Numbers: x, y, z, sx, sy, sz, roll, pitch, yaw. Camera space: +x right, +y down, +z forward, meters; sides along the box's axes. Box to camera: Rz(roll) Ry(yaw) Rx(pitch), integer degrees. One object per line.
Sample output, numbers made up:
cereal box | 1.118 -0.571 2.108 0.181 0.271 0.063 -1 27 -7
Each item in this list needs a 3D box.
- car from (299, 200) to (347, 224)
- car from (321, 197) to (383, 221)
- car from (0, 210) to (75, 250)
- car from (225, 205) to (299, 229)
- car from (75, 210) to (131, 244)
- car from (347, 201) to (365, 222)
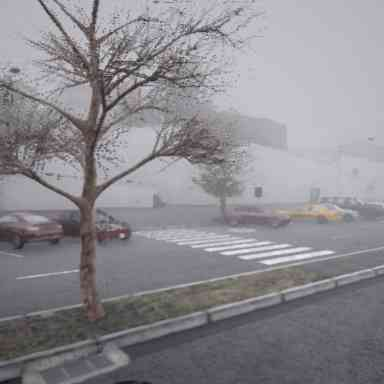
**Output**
car | 9.348 1.709 27.103 5.366 1.575 1.946 -1 -1 35
car | 14.427 1.484 30.475 5.566 2.045 2.435 -1 -1 35
car | -7.624 1.620 14.823 4.674 1.452 2.002 -1 -1 35
car | 4.634 1.704 23.510 4.792 1.488 2.163 -1 -2 35
car | -5.152 1.628 16.555 4.792 1.488 2.163 -1 -2 35
car | 11.950 1.763 28.746 4.674 1.452 2.002 -1 -1 35
